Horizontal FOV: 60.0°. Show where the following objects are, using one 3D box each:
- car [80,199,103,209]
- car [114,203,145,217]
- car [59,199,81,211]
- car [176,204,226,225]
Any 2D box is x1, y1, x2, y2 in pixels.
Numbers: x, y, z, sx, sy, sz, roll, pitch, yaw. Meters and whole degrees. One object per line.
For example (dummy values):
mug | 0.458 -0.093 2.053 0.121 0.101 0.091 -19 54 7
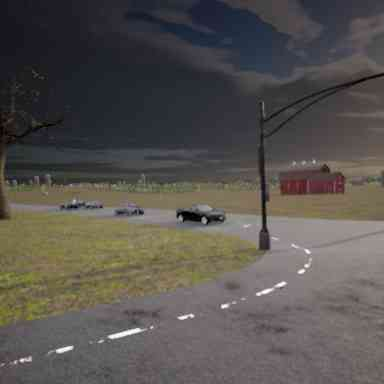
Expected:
car | -16.297 2.100 54.974 1.994 1.385 4.181 -3 1 -37
car | -7.010 1.935 36.989 1.994 1.385 4.181 -3 1 -38
car | -20.005 2.315 53.989 1.895 1.301 4.718 -3 1 -37
car | 0.657 1.721 27.037 1.882 1.535 5.008 -3 1 -38
